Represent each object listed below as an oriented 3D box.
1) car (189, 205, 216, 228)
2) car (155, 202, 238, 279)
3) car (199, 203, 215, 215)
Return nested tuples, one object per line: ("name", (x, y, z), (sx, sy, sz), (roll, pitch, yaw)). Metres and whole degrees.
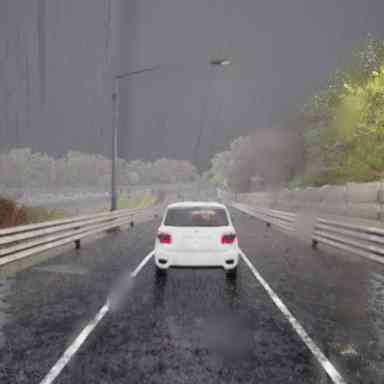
("car", (0.869, 1.866, 26.285), (1.882, 1.535, 5.008), (0, -1, 3))
("car", (0.155, 1.329, 10.532), (2.150, 2.045, 5.566), (0, -1, 1))
("car", (2.047, 2.265, 44.839), (2.033, 1.411, 5.357), (0, -1, 4))
